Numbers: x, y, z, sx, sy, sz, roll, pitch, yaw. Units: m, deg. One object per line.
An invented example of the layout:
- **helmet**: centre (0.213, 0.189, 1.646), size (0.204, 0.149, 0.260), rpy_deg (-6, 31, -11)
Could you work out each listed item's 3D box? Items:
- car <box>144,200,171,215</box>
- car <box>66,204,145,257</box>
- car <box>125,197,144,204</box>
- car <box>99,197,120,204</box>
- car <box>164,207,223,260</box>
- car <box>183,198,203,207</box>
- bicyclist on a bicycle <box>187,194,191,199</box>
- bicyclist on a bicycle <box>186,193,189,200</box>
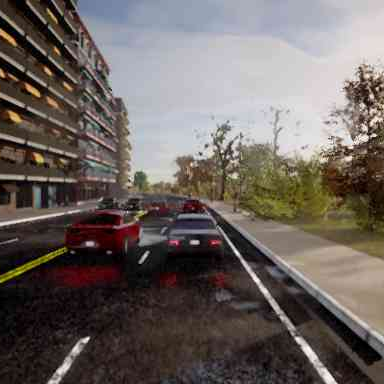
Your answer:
- **car**: centre (-3.153, 1.461, 32.512), size (1.994, 1.385, 4.181), rpy_deg (0, 0, 0)
- **car**: centre (-3.163, 1.434, 12.798), size (1.882, 1.535, 5.008), rpy_deg (0, 0, 0)
- **car**: centre (-6.626, 1.383, 38.804), size (1.837, 1.490, 4.892), rpy_deg (0, 0, 0)
- **car**: centre (-9.883, 1.380, 39.893), size (1.837, 1.490, 4.892), rpy_deg (0, 0, -1)
- **car**: centre (0.089, 1.507, 12.164), size (2.033, 1.411, 5.357), rpy_deg (0, 0, 0)
- **car**: centre (0.097, 1.371, 33.598), size (1.882, 1.535, 5.008), rpy_deg (0, 0, 0)
- **bicyclist on a bicycle**: centre (-0.422, 1.208, 76.664), size (0.582, 1.620, 1.656), rpy_deg (0, 0, -4)
- **bicyclist on a bicycle**: centre (-1.038, 1.092, 85.712), size (0.659, 1.776, 1.843), rpy_deg (0, 0, -4)
